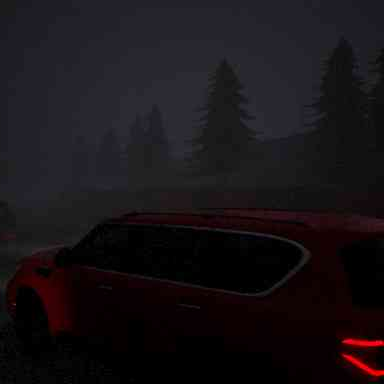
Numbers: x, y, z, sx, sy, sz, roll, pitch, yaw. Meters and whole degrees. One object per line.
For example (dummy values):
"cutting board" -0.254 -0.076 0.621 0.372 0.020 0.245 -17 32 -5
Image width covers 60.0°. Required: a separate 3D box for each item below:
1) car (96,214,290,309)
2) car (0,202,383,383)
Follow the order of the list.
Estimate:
"car" -0.186 1.511 8.814 4.902 1.511 2.128 0 0 39
"car" -0.219 1.231 4.324 5.566 2.045 2.150 0 0 38
